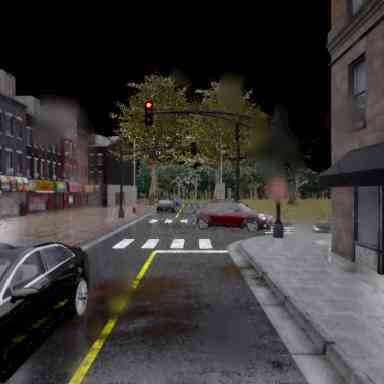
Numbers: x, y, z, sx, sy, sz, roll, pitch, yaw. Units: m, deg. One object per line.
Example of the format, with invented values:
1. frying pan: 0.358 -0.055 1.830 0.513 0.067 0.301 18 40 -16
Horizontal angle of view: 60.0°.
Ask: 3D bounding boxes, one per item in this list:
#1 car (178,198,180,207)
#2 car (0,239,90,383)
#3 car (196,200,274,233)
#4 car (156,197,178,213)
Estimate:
1. car: -2.940 1.573 54.653 1.882 1.535 5.008 0 0 0
2. car: -2.859 1.491 4.553 2.128 1.511 4.902 0 0 0
3. car: 2.585 1.367 20.021 4.553 1.767 2.097 0 0 28
4. car: -2.914 1.524 37.305 1.882 1.535 5.008 0 0 0
